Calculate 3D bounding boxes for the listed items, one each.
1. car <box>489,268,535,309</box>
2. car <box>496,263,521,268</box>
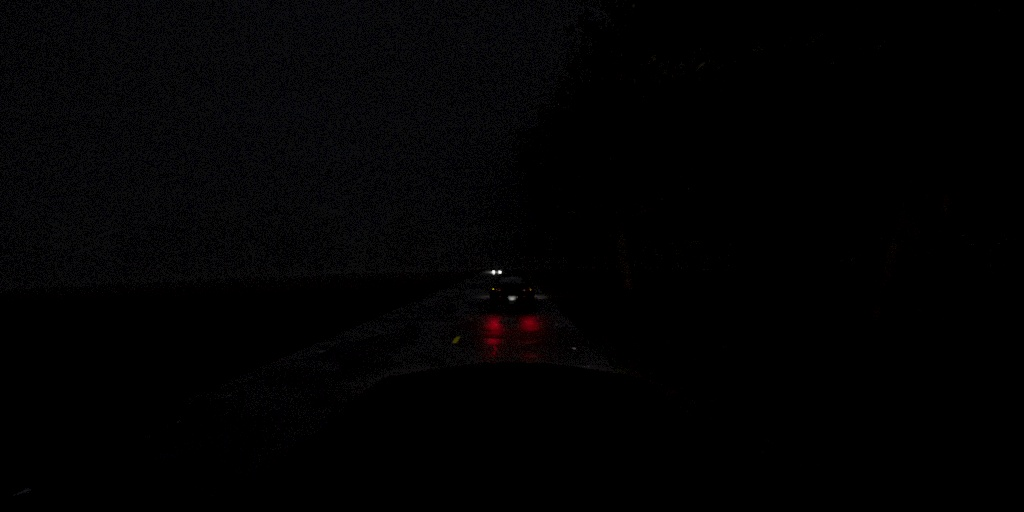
[{"bbox_3d":[0.026,1.422,15.749,1.812,1.442,4.674,0,0,1],"label":"car"},{"bbox_3d":[0.027,1.544,30.356,2.128,1.511,4.902,0,0,0],"label":"car"}]
